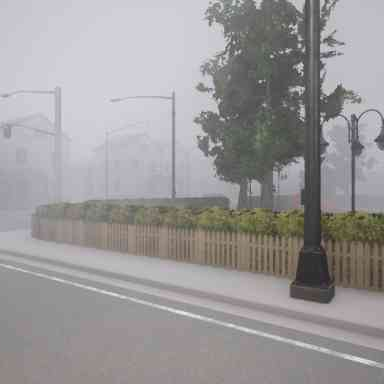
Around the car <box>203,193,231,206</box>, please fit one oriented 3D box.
[{"bbox_3d":[3.528,1.221,48.161,2.150,2.045,5.566,0,0,35],"label":"car"}]
